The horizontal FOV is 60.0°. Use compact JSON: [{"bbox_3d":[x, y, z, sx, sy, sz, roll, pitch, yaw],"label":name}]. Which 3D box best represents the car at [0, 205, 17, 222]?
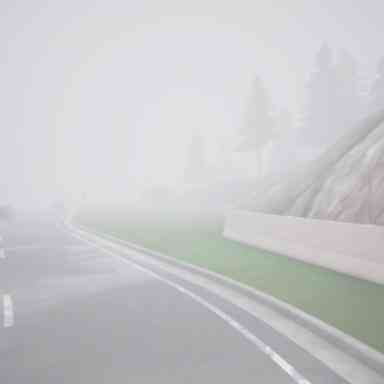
[{"bbox_3d":[-17.487,1.920,30.612,1.837,1.490,4.892,-2,0,-19],"label":"car"}]

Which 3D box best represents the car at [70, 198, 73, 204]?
[{"bbox_3d":[-29.685,2.213,79.849,2.033,1.411,5.357,-2,0,-18],"label":"car"}]

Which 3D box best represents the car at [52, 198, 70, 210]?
[{"bbox_3d":[-20.486,2.016,51.175,2.033,1.411,5.357,-2,0,-18],"label":"car"}]
